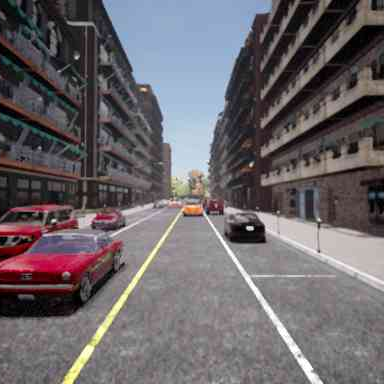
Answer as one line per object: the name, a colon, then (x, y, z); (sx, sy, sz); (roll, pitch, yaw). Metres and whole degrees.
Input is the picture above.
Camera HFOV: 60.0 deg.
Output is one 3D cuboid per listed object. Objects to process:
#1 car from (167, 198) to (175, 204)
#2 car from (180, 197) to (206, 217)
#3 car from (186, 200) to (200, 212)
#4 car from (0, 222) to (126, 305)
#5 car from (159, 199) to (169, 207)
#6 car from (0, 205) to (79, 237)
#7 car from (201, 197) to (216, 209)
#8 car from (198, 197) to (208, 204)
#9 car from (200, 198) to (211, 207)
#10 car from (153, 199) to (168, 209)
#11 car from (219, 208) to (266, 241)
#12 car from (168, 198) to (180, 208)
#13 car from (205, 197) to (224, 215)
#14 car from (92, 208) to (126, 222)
car: (-5.638, 2.433, 89.805); (1.752, 1.417, 4.829); (1, -1, 0)
car: (0.111, 1.718, 36.684); (2.097, 1.767, 4.553); (0, -1, 0)
car: (0.105, 1.941, 46.355); (1.882, 1.535, 5.008); (0, 0, 0)
car: (-3.098, 1.685, 8.427); (1.895, 1.301, 4.718); (0, -1, 0)
car: (-5.649, 2.203, 67.536); (1.752, 1.417, 4.829); (1, -1, 0)
car: (-5.673, 1.435, 12.030); (2.192, 1.841, 5.009); (1, -1, 0)
car: (2.728, 1.881, 56.534); (2.192, 1.841, 5.009); (1, -1, 0)
car: (2.742, 2.167, 84.373); (2.192, 1.841, 5.009); (1, -1, 0)
car: (2.732, 2.120, 67.669); (1.967, 1.590, 4.097); (1, -1, 0)
car: (-5.655, 2.117, 56.569); (2.008, 1.369, 4.403); (1, -1, 0)
car: (2.706, 1.741, 17.558); (1.947, 1.339, 4.313); (1, -1, 0)
car: (-2.998, 1.944, 59.141); (2.097, 1.767, 4.553); (0, 0, 0)
car: (2.720, 1.713, 39.832); (2.192, 1.841, 5.009); (1, -1, 0)
car: (-5.672, 1.813, 23.163); (1.802, 1.307, 4.206); (1, -1, 0)
